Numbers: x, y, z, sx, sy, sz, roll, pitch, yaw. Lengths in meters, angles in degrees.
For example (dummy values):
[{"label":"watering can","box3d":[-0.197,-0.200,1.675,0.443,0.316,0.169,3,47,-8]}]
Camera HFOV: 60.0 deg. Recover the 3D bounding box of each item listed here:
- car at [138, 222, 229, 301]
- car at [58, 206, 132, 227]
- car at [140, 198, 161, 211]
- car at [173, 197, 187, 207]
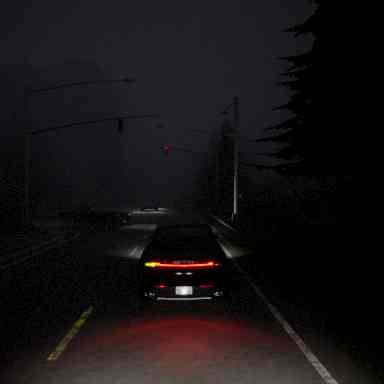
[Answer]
[{"label":"car","box3d":[-0.218,1.505,8.343,1.837,1.490,4.892,0,0,-2]},{"label":"car","box3d":[-6.465,1.592,22.310,4.718,1.301,1.895,0,0,18]},{"label":"car","box3d":[-5.137,1.526,40.655,1.812,1.442,4.674,0,0,-3]},{"label":"car","box3d":[-1.810,1.477,50.014,1.882,1.535,5.008,0,0,-2]}]
